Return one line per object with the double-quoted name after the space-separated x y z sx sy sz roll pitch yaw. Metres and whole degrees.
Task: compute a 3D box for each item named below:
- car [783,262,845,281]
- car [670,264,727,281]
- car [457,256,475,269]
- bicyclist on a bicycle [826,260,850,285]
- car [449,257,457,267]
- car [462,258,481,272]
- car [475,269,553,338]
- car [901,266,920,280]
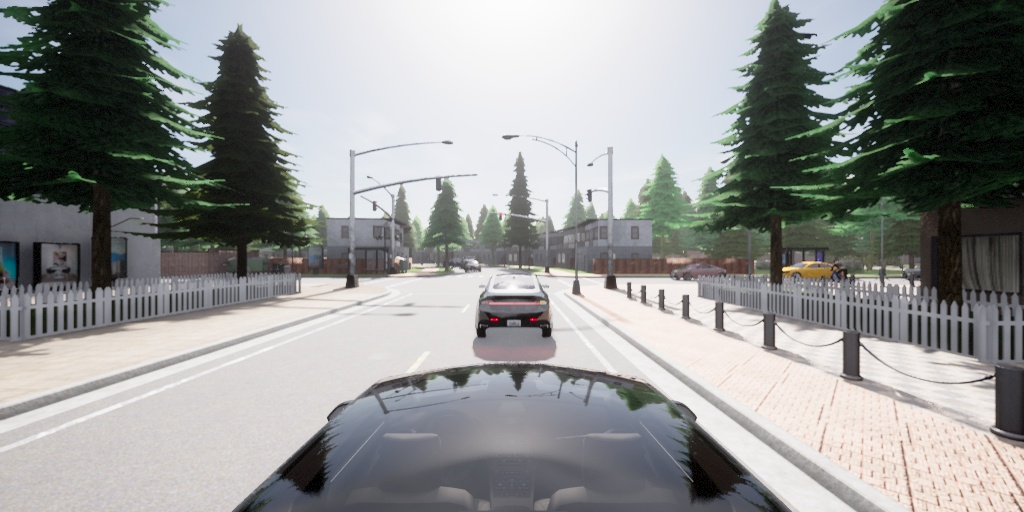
24.177 1.230 29.261 5.008 1.535 1.882 0 0 2 "car"
15.297 1.316 29.516 4.181 1.385 1.994 0 0 2 "car"
-6.543 0.971 54.496 2.150 2.045 5.566 0 0 -15 "car"
19.887 1.048 21.899 0.582 1.620 1.656 0 0 2 "bicyclist on a bicycle"
-9.919 1.107 64.065 2.097 1.767 4.553 0 0 -24 "car"
-4.940 1.307 45.332 1.994 1.385 4.181 0 0 -7 "car"
0.057 1.247 10.213 2.128 1.511 4.902 0 0 0 "car"
34.549 1.257 28.940 4.892 1.490 1.837 0 0 2 "car"
